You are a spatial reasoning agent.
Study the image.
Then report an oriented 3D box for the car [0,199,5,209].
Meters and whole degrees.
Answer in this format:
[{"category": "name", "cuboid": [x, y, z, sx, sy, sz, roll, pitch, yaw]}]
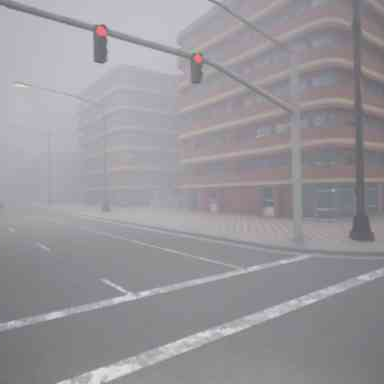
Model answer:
[{"category": "car", "cuboid": [-24.447, 1.410, 41.145, 1.994, 1.385, 4.181, -1, 1, -37]}]
